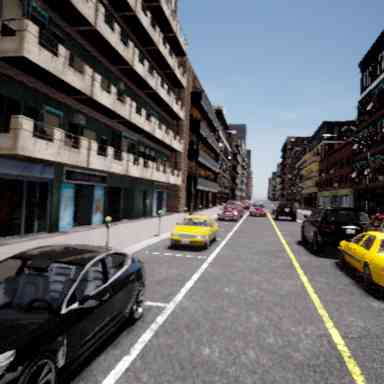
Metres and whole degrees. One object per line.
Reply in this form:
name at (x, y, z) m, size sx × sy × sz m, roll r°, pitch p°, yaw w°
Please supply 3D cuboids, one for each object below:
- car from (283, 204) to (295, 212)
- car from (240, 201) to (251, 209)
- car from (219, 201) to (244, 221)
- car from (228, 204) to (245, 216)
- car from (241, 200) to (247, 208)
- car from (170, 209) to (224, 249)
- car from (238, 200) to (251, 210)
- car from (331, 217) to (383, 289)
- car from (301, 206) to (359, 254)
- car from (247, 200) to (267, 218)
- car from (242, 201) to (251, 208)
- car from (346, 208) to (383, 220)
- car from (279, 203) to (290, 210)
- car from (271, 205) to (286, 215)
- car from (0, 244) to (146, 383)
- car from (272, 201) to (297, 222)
car at (18.604, 3.070, 63.985) m, size 1.752 × 1.417 × 4.829 m, roll 3°, pitch -1°, yaw 12°
car at (11.497, 2.701, 71.021) m, size 1.967 × 1.590 × 4.097 m, roll 3°, pitch -1°, yaw 12°
car at (3.633, 1.939, 32.366) m, size 1.967 × 1.590 × 4.097 m, roll 3°, pitch -1°, yaw 12°
car at (5.872, 2.299, 43.410) m, size 1.802 × 1.307 × 4.206 m, roll 3°, pitch -1°, yaw 12°
car at (4.764, 1.924, 37.890) m, size 2.192 × 1.841 × 5.009 m, roll 3°, pitch -1°, yaw 12°
car at (0.225, 1.692, 15.631) m, size 1.752 × 1.417 × 4.829 m, roll 3°, pitch -1°, yaw 12°
car at (10.381, 2.468, 65.501) m, size 2.192 × 1.841 × 5.009 m, roll 3°, pitch -1°, yaw 12°
car at (5.796, 1.842, 9.985) m, size 1.801 × 1.575 × 5.366 m, roll 3°, pitch -1°, yaw 12°
car at (6.647, 1.705, 15.732) m, size 2.150 × 2.045 × 5.566 m, roll 3°, pitch -1°, yaw 9°
car at (8.237, 2.167, 41.502) m, size 2.097 × 1.767 × 4.553 m, roll 3°, pitch -1°, yaw 12°
car at (12.615, 2.914, 76.543) m, size 1.887 × 1.381 × 4.507 m, roll 3°, pitch -1°, yaw 12°
car at (8.472, 1.875, 14.120) m, size 2.192 × 1.841 × 5.009 m, roll 3°, pitch -1°, yaw 12°
car at (20.816, 3.303, 74.863) m, size 1.887 × 1.381 × 4.507 m, roll 3°, pitch -1°, yaw 12°
car at (13.123, 2.746, 50.546) m, size 1.895 × 1.301 × 4.718 m, roll 3°, pitch -1°, yaw 12°
car at (-1.990, 1.516, 4.752) m, size 1.947 × 1.339 × 4.313 m, roll 3°, pitch -1°, yaw 12°
car at (10.413, 2.098, 37.057) m, size 2.150 × 2.045 × 5.566 m, roll 3°, pitch -1°, yaw 12°
